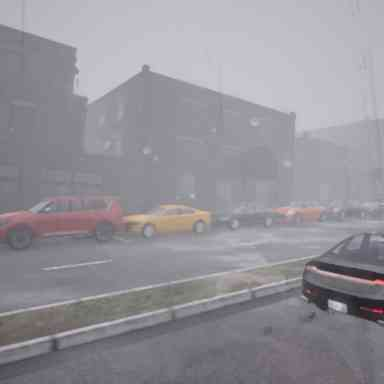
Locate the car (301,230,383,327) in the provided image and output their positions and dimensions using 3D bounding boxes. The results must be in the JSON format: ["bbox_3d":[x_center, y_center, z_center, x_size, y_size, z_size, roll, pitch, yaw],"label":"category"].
[{"bbox_3d":[4.158,1.501,6.407,4.902,1.511,2.128,0,0,-36],"label":"car"}]

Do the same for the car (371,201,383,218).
[{"bbox_3d":[16.788,1.541,30.619,4.674,1.452,2.002,0,0,-36],"label":"car"}]

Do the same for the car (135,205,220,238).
[{"bbox_3d":[-1.271,1.465,17.668,5.008,1.535,2.097,0,0,-36],"label":"car"}]

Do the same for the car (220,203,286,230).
[{"bbox_3d":[3.219,1.475,20.889,4.892,1.521,2.231,0,0,-36],"label":"car"}]

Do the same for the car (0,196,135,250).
[{"bbox_3d":[-5.686,1.206,14.501,5.566,2.045,2.435,0,0,-36],"label":"car"}]

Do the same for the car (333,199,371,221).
[{"bbox_3d":[12.221,1.366,27.342,4.553,1.767,2.185,0,0,-36],"label":"car"}]

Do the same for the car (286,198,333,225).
[{"bbox_3d":[7.730,1.357,24.123,4.553,1.767,2.185,0,0,-36],"label":"car"}]
